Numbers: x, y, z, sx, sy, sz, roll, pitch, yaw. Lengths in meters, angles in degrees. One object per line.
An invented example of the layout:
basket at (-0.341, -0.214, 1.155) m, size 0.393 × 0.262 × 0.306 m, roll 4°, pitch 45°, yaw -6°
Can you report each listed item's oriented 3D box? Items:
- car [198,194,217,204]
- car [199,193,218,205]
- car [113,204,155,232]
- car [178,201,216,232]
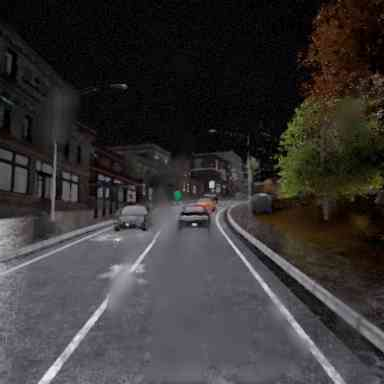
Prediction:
car at (1.619, 1.392, 38.033) m, size 2.097 × 1.767 × 4.553 m, roll -1°, pitch 0°, yaw 7°
car at (3.152, 1.326, 61.782) m, size 2.150 × 2.045 × 5.566 m, roll -2°, pitch 0°, yaw 18°
car at (-3.471, 1.547, 20.608) m, size 1.837 × 1.490 × 4.892 m, roll 0°, pitch 0°, yaw 2°
car at (0.187, 1.528, 20.225) m, size 2.128 × 1.511 × 4.902 m, roll 0°, pitch 0°, yaw 1°
